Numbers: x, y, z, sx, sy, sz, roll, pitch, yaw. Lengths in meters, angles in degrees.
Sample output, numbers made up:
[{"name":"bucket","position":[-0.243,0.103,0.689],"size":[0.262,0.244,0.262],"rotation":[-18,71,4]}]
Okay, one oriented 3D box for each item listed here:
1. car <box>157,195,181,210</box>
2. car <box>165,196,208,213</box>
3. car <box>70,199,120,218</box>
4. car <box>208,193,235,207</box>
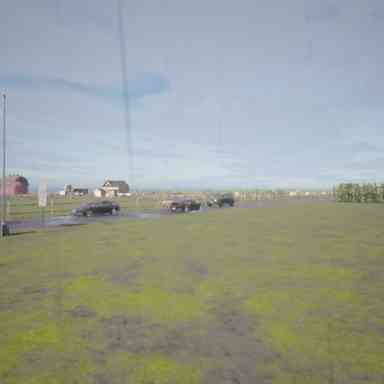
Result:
[{"name":"car","position":[-2.230,1.308,40.345],"size":[2.097,1.767,4.553],"rotation":[1,1,34]},{"name":"car","position":[-0.563,1.491,37.548],"size":[1.837,1.490,4.892],"rotation":[1,0,34]},{"name":"car","position":[-8.799,1.472,30.516],"size":[1.837,1.490,4.892],"rotation":[1,0,34]},{"name":"car","position":[4.428,1.175,50.235],"size":[2.150,2.045,5.566],"rotation":[1,0,35]}]
